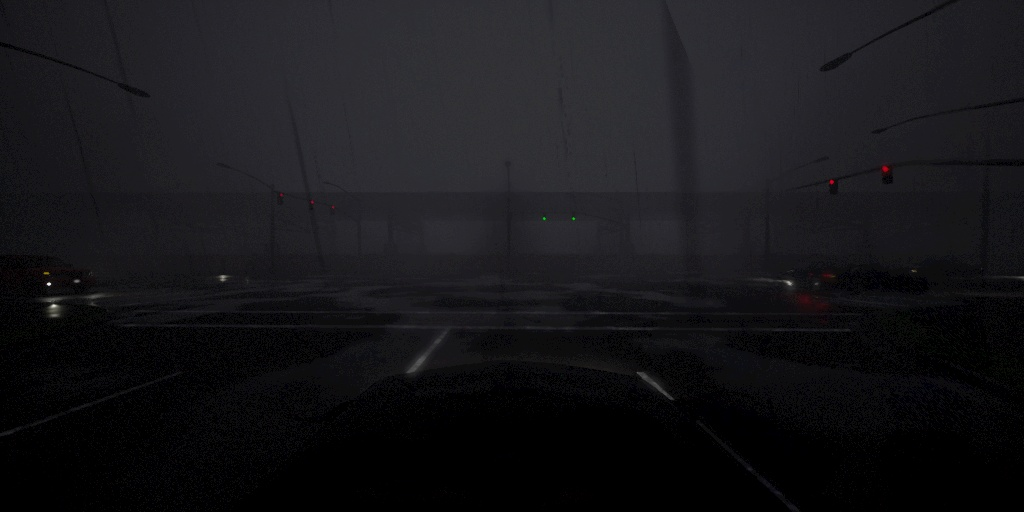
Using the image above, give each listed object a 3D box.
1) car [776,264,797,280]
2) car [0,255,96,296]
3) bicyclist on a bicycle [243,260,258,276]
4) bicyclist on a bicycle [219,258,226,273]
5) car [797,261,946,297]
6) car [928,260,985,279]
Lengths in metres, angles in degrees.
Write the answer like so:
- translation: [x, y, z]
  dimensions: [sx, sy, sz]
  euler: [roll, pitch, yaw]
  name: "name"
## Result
- translation: [23.552, 1.126, 28.280]
  dimensions: [4.674, 1.442, 1.812]
  euler: [-1, 0, 2]
  name: "car"
- translation: [-25.594, 0.969, 19.013]
  dimensions: [5.566, 2.045, 2.150]
  euler: [0, 0, 4]
  name: "car"
- translation: [-26.979, 1.195, 37.012]
  dimensions: [0.582, 1.620, 1.656]
  euler: [0, 0, 14]
  name: "bicyclist on a bicycle"
- translation: [-31.527, 1.042, 39.110]
  dimensions: [0.582, 1.620, 1.656]
  euler: [0, 0, -33]
  name: "bicyclist on a bicycle"
- translation: [17.571, 1.156, 17.763]
  dimensions: [4.902, 1.511, 2.128]
  euler: [0, 0, 2]
  name: "car"
- translation: [33.227, 1.033, 27.996]
  dimensions: [5.357, 1.411, 2.033]
  euler: [-1, 0, 2]
  name: "car"
